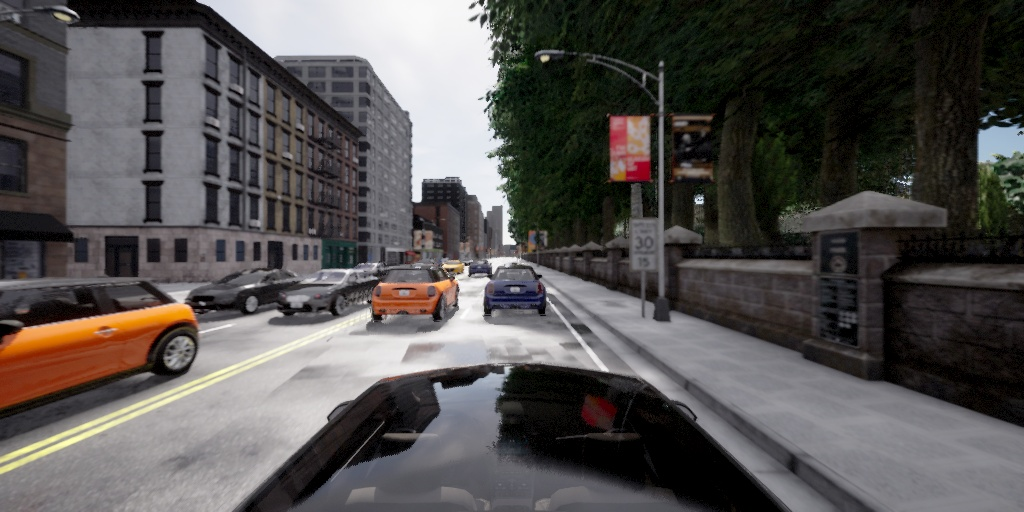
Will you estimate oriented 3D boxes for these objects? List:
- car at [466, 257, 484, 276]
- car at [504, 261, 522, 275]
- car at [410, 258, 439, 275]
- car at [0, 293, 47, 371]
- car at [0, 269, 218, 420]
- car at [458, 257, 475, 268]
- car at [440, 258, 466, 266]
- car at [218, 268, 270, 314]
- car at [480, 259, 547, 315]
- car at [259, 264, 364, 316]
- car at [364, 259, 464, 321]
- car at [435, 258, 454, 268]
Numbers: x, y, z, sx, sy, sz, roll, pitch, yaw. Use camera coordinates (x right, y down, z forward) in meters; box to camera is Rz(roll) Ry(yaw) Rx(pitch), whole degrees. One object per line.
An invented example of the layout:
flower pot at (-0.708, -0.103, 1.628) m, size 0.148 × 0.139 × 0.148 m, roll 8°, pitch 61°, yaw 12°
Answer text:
car at (-3.147, 1.098, 36.579) m, size 2.097 × 1.767 × 4.553 m, roll 0°, pitch 0°, yaw 0°
car at (0.103, 1.270, 39.198) m, size 1.812 × 1.442 × 4.674 m, roll 0°, pitch 0°, yaw 0°
car at (-9.747, 1.150, 40.257) m, size 2.097 × 1.767 × 4.553 m, roll 0°, pitch 0°, yaw 0°
car at (-9.841, 1.351, 4.494) m, size 1.895 × 1.301 × 4.718 m, roll 0°, pitch 0°, yaw 0°
car at (-6.591, 1.102, 4.410) m, size 2.097 × 1.767 × 4.553 m, roll 0°, pitch 0°, yaw 0°
car at (-6.496, 0.957, 52.027) m, size 1.837 × 1.490 × 4.892 m, roll 0°, pitch 0°, yaw 0°
car at (-6.500, 1.226, 39.950) m, size 1.882 × 1.535 × 5.008 m, roll 0°, pitch 0°, yaw 0°
car at (-9.839, 1.254, 13.809) m, size 1.837 × 1.490 × 4.892 m, roll 0°, pitch 0°, yaw 0°
car at (0.100, 1.101, 13.677) m, size 2.097 × 1.767 × 4.553 m, roll 0°, pitch 0°, yaw 0°
car at (-6.589, 1.241, 13.432) m, size 2.128 × 1.511 × 4.902 m, roll 0°, pitch 0°, yaw 0°
car at (-3.150, 1.101, 12.618) m, size 2.097 × 1.767 × 4.553 m, roll 0°, pitch 0°, yaw 0°
car at (-9.746, 0.981, 52.028) m, size 1.812 × 1.442 × 4.674 m, roll 0°, pitch 0°, yaw 0°
